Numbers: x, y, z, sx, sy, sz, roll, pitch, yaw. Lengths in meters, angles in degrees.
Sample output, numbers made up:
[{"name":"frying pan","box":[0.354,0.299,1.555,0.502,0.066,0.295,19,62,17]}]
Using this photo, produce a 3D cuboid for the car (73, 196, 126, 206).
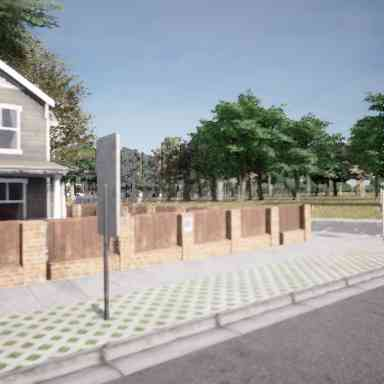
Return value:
[{"name":"car","box":[-8.062,1.381,28.925,5.566,2.045,2.150,0,0,31]}]
